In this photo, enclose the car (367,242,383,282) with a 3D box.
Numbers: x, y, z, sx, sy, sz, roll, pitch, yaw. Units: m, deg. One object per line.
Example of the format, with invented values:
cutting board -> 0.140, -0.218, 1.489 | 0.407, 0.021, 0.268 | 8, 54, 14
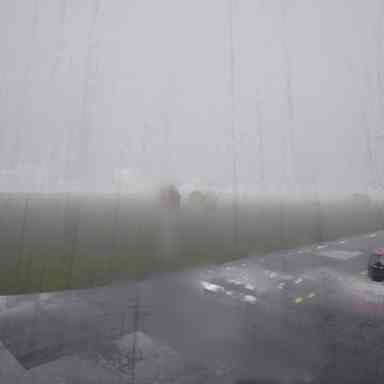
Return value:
car -> 6.268, 1.588, 8.718 | 4.181, 1.385, 1.994 | 0, 1, -43
